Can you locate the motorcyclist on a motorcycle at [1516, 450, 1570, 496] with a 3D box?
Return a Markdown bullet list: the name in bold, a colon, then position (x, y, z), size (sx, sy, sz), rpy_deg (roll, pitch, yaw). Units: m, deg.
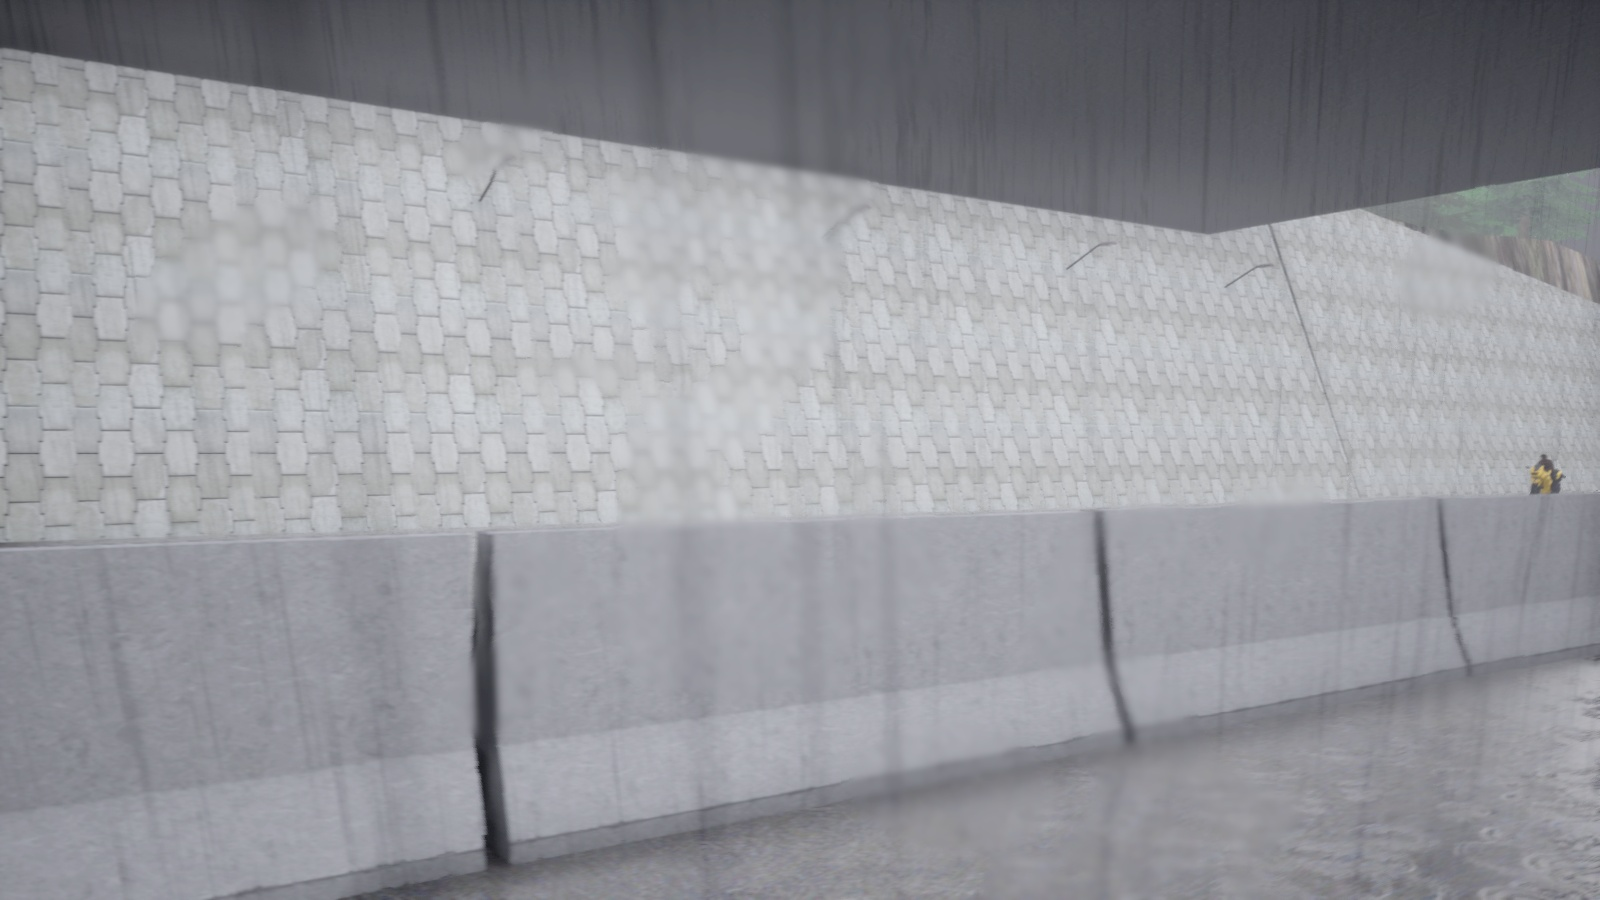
- **motorcyclist on a motorcycle**: position (25.187, 0.778, 42.550), size (2.044, 1.523, 0.797), rpy_deg (0, 0, -35)
